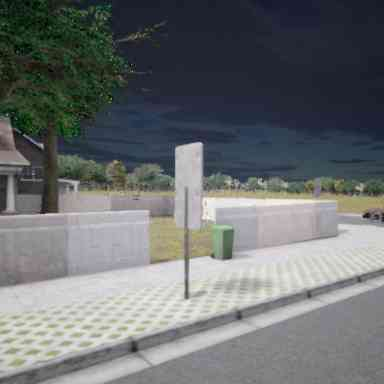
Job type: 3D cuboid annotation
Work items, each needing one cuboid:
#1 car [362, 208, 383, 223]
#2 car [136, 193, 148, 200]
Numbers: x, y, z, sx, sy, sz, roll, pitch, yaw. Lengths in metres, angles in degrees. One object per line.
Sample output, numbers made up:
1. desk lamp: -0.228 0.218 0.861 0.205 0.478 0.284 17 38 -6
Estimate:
1. car: 14.038 1.346 21.441 5.357 1.411 2.033 1 1 45
2. car: -7.682 0.886 50.465 1.994 1.385 4.181 0 1 -35
